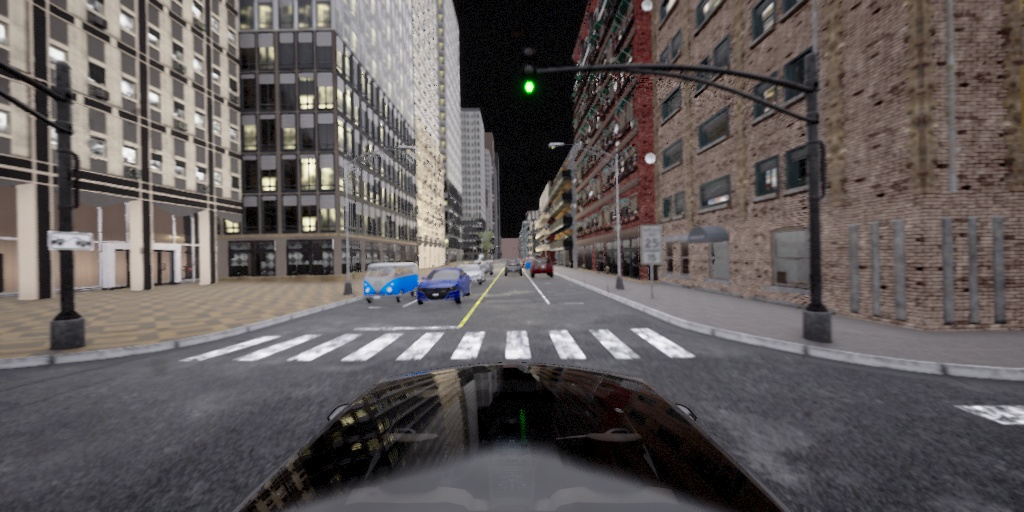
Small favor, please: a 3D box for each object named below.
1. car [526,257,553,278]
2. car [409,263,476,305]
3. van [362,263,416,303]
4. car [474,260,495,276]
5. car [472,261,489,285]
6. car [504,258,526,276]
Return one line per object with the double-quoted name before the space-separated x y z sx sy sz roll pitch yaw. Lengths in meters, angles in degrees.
"car" 2.751 1.048 33.787 2.192 1.841 5.009 0 0 0
"car" -3.076 1.295 16.960 1.882 1.535 5.008 -1 0 0
"van" -5.662 1.213 17.150 1.690 1.789 3.998 0 0 0
"car" -3.004 1.357 39.157 2.128 1.511 4.902 -1 0 1
"car" -3.050 1.365 27.094 1.812 1.442 4.674 -1 0 0
"car" 0.157 1.290 39.134 2.128 1.511 4.902 -1 0 0
